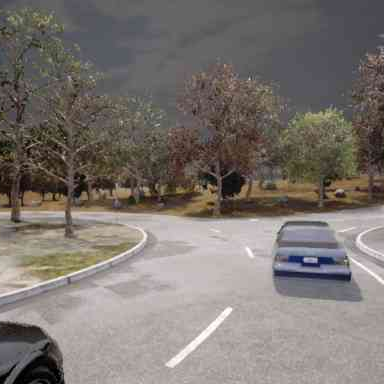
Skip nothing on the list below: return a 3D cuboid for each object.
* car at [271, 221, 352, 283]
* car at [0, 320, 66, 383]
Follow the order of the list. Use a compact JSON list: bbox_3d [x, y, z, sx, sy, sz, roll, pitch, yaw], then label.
[{"bbox_3d":[3.325,1.551,9.742,2.033,1.411,5.357,0,0,16],"label":"car"},{"bbox_3d":[-2.596,1.568,1.893,1.994,1.385,4.181,0,0,11],"label":"car"}]
